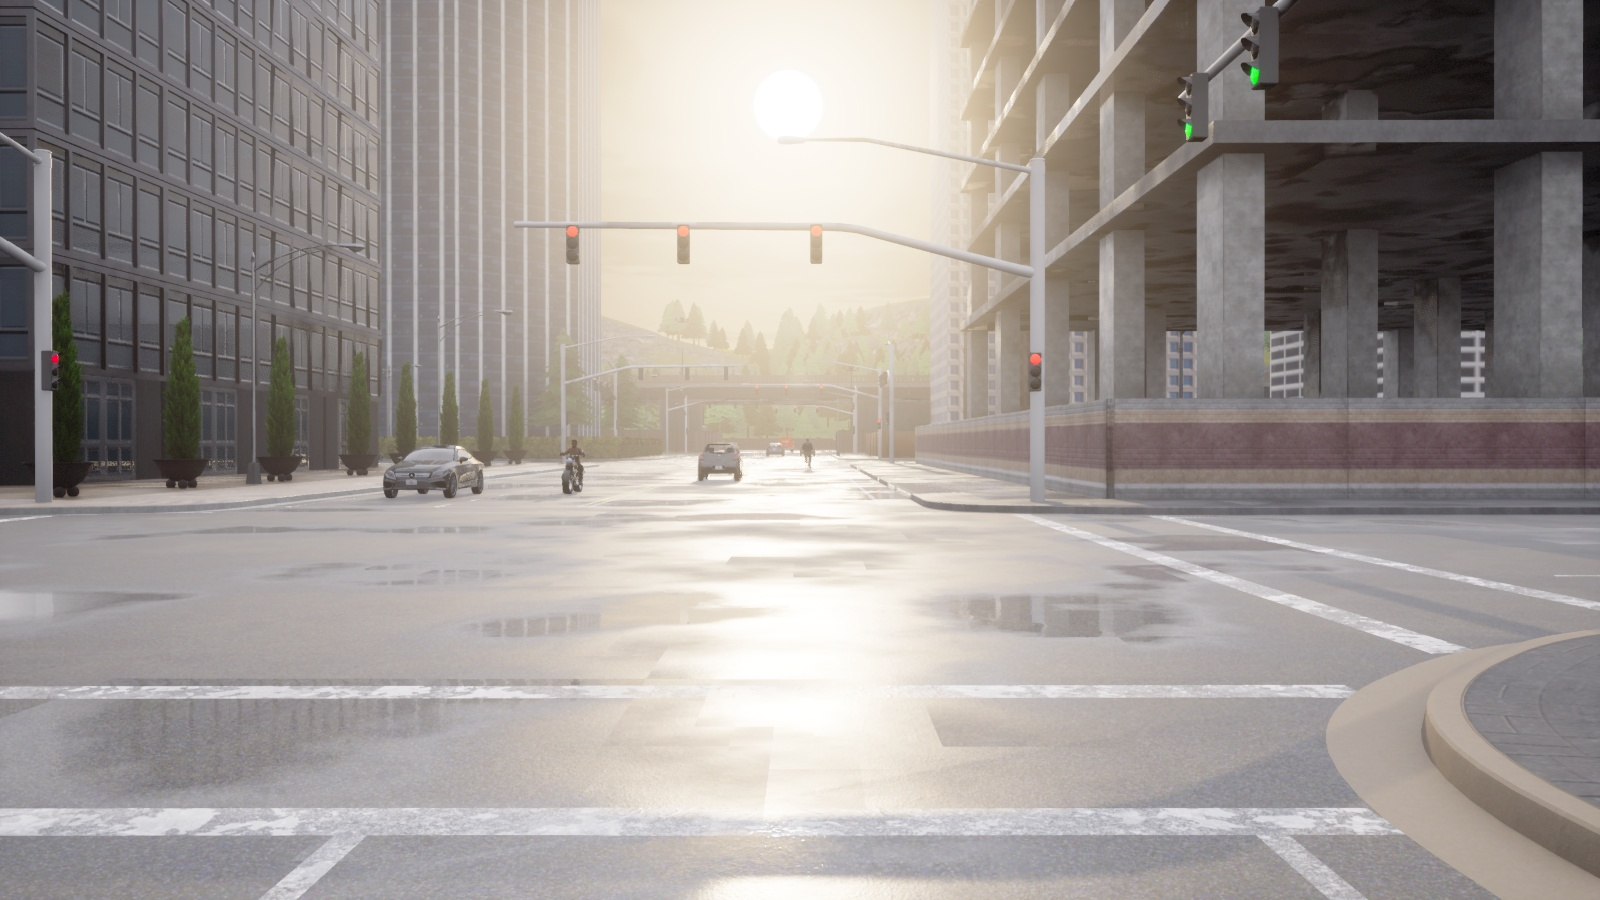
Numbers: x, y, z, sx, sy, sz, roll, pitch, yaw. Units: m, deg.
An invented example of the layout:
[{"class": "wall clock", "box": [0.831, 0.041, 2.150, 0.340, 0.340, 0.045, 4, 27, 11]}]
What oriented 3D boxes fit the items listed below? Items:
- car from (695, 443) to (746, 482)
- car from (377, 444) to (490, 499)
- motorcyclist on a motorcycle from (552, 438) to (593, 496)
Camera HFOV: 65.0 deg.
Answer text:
[{"class": "car", "box": [-3.175, 0.472, 50.629, 1.845, 1.501, 3.633, 0, 0, 0]}, {"class": "car", "box": [-10.276, 0.563, 35.566, 1.812, 1.442, 4.674, 0, 0, 0]}, {"class": "motorcyclist on a motorcycle", "box": [-6.765, 0.480, 37.403, 0.766, 1.649, 2.350, 0, 0, 0]}]
